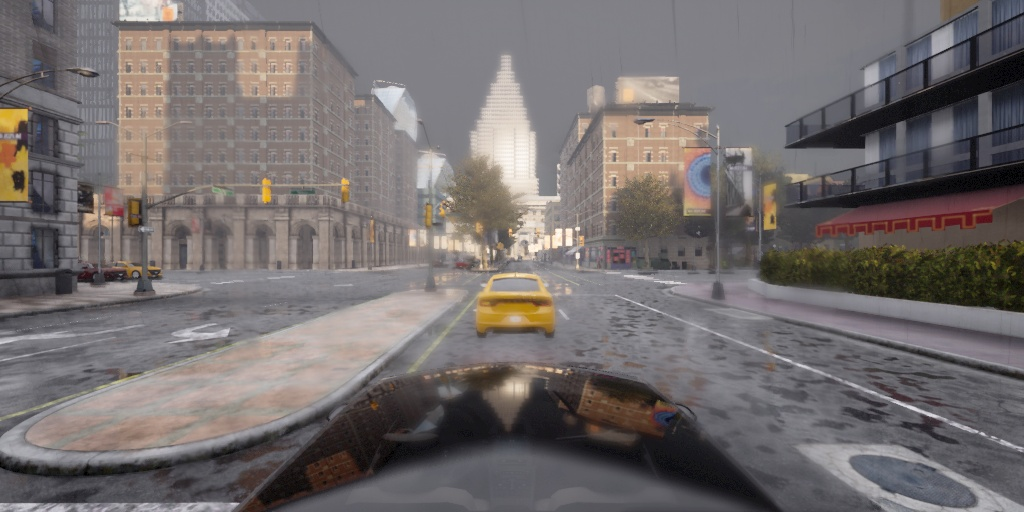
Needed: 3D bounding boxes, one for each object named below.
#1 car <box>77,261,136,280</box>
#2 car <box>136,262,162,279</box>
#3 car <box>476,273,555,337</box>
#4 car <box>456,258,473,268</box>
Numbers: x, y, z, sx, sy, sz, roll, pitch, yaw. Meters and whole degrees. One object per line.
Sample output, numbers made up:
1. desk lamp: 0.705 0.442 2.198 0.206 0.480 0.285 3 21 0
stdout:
1. car: -33.939 1.228 28.817 5.008 1.535 1.882 0 0 0
2. car: -34.574 1.228 32.315 5.008 1.535 1.882 0 0 0
3. car: 0.094 1.228 10.310 1.882 1.535 5.008 0 0 0
4. car: -7.987 1.351 59.051 1.895 1.301 4.718 0 0 0
